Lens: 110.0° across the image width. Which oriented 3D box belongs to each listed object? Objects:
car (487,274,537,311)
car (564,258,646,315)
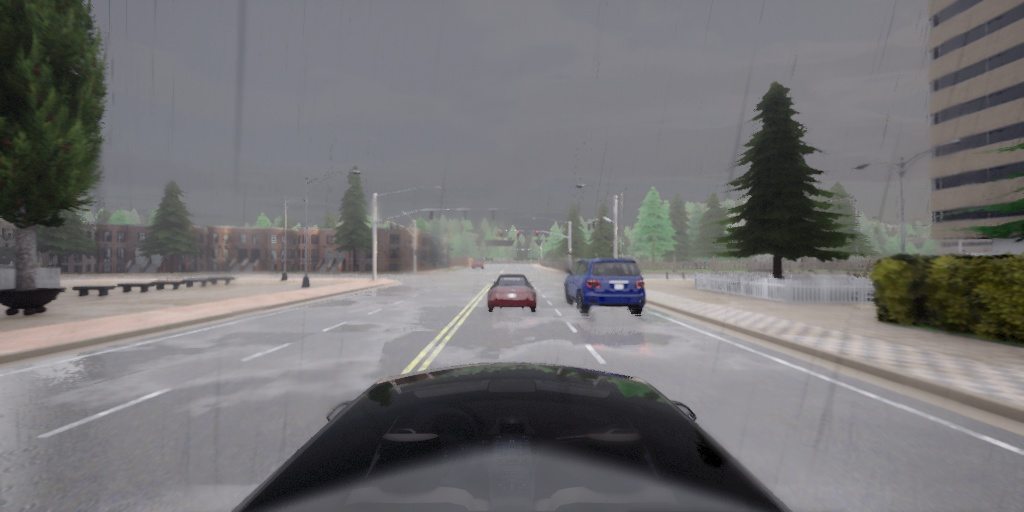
[{"bbox_3d":[0.012,1.464,15.373,1.994,1.385,4.181,0,-1,0],"label":"car"},{"bbox_3d":[3.503,1.114,14.389,2.150,2.045,5.566,0,0,0],"label":"car"}]
